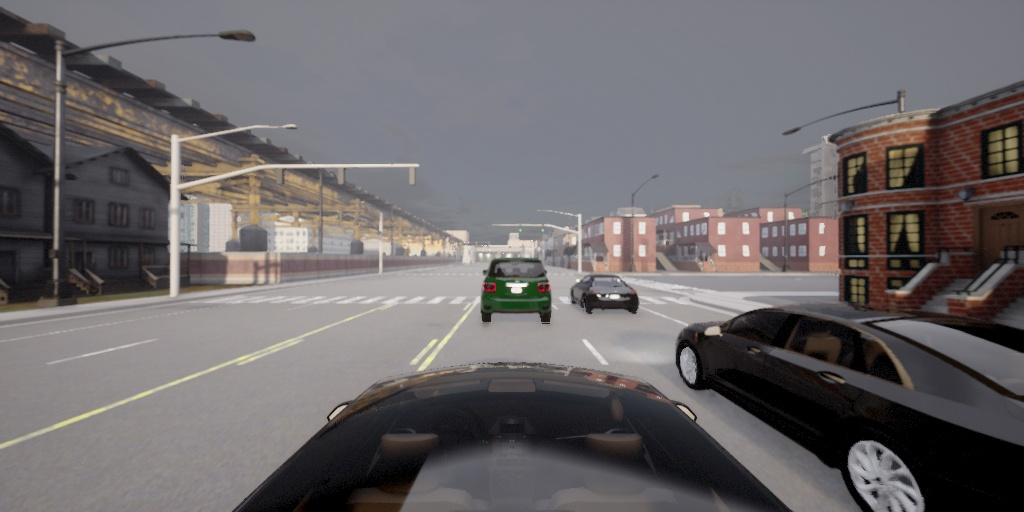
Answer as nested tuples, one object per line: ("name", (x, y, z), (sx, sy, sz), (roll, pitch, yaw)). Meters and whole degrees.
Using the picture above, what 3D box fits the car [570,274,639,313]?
("car", (3.615, 1.427, 14.624), (1.994, 1.385, 4.181), (0, -1, 0))

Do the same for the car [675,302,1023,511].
("car", (3.600, 1.275, 4.006), (1.837, 1.490, 4.892), (0, 0, 0))

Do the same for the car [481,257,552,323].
("car", (0.112, 1.070, 12.728), (2.150, 2.045, 5.566), (0, 0, 0))
